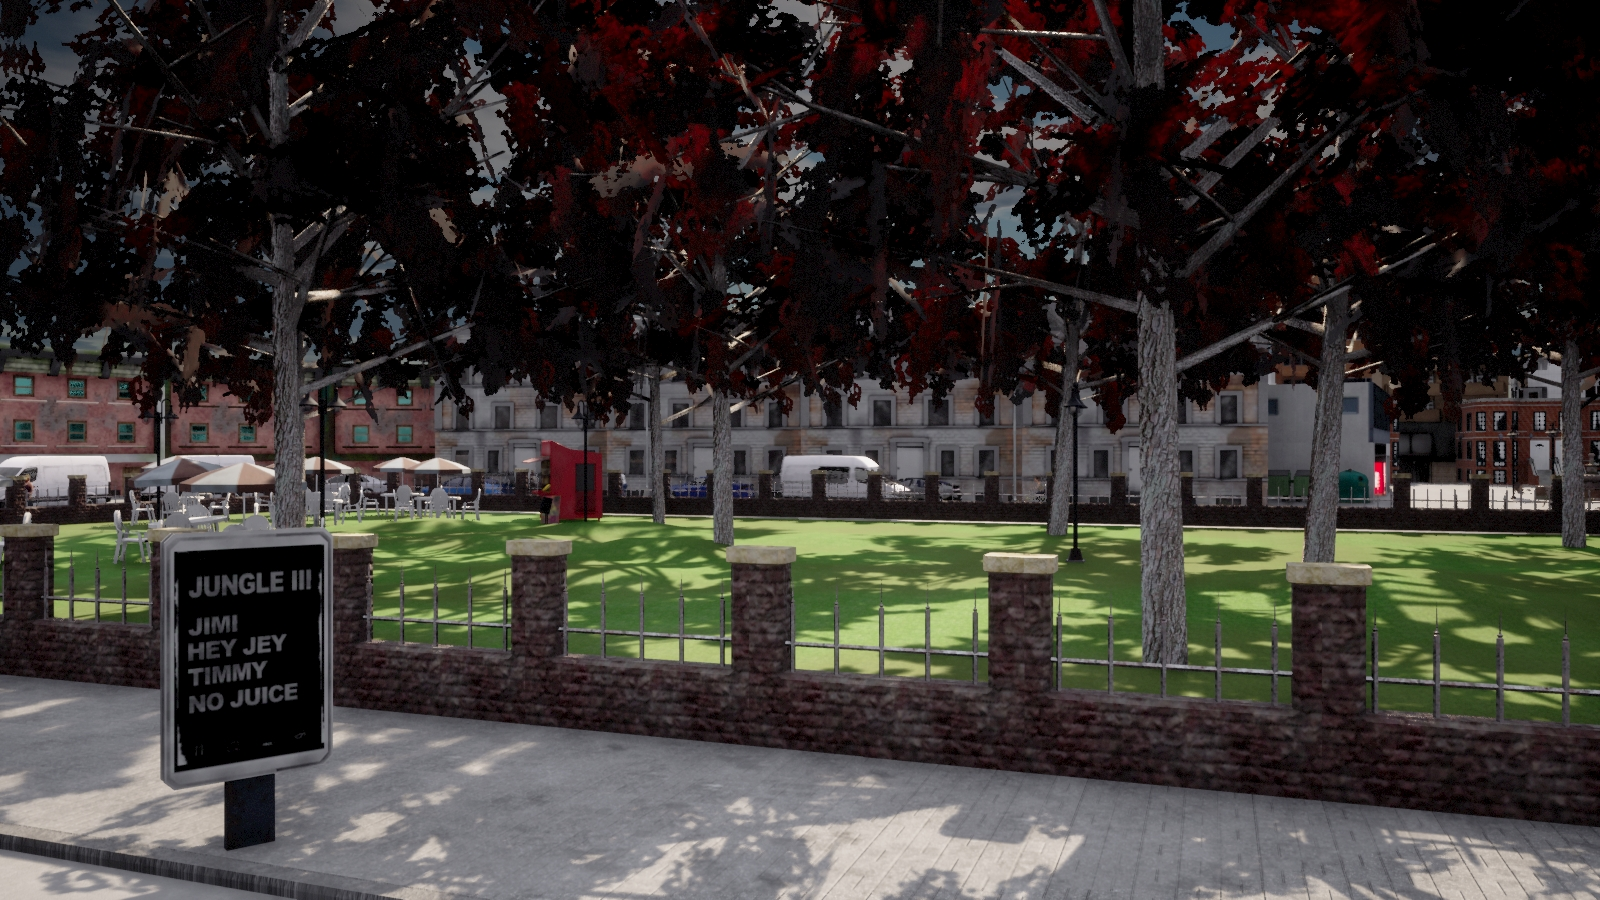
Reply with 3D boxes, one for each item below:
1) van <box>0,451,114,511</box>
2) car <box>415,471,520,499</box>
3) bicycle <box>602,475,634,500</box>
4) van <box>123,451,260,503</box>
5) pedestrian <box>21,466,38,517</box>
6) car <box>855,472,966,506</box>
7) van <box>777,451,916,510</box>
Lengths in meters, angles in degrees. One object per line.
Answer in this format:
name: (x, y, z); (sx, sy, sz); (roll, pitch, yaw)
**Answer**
van: (-34.456, 1.334, 51.696); (1.988, 2.561, 5.915); (0, 0, 21)
car: (-18.262, 1.902, 62.828); (5.357, 1.411, 2.033); (0, 0, 19)
bicycle: (-9.502, 1.948, 59.688); (1.643, 1.296, 0.373); (0, 0, 20)
van: (-31.314, 1.336, 58.944); (1.988, 2.561, 5.915); (0, 0, 41)
pedestrian: (-28.550, 1.542, 42.326); (0.375, 1.860, 0.375); (0, 0, 17)
car: (5.260, 1.833, 54.337); (4.902, 1.511, 2.128); (0, 0, 20)
van: (2.096, 1.321, 51.261); (5.915, 2.561, 1.988); (0, 0, 20)
